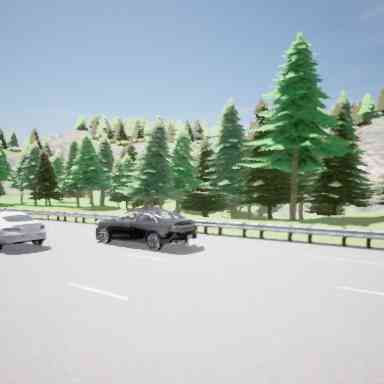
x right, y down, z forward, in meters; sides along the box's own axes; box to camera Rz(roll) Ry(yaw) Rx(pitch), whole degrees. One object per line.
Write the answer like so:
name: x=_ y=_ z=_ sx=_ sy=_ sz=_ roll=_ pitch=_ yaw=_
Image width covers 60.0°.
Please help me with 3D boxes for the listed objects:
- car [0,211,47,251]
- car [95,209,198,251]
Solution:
car: x=-7.964 y=1.524 z=13.972 sx=4.674 sy=1.442 sz=1.812 roll=0 pitch=0 yaw=35
car: x=-2.058 y=1.490 z=14.060 sx=4.902 sy=1.511 sz=2.128 roll=0 pitch=0 yaw=36
